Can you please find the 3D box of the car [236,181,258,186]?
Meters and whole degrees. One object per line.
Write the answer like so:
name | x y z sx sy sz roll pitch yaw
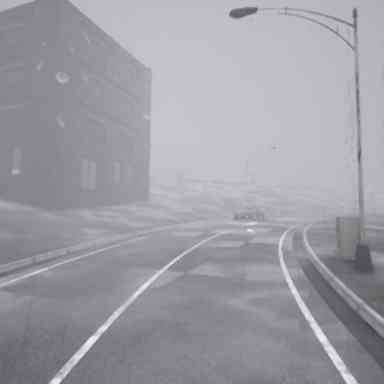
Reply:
car | 10.769 -1.588 69.985 4.674 1.452 2.002 3 -5 -27

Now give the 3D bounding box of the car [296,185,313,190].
car | 25.439 -0.820 78.134 4.792 1.488 2.163 3 -5 -30

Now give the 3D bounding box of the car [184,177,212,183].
car | 0.832 -2.072 65.138 4.892 1.521 2.231 2 -5 -25

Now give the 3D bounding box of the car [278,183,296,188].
car | 20.502 -1.248 75.256 4.553 1.767 2.185 3 -5 -29

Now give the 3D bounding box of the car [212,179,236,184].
car | 5.811 -1.862 67.511 4.892 1.521 2.231 2 -5 -26

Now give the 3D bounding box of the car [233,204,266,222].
car | 5.384 1.902 30.776 1.837 1.490 4.892 -3 -2 31

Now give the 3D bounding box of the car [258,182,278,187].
car | 15.674 -1.379 72.571 5.008 1.535 2.097 3 -5 -28

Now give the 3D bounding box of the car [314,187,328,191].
car | 30.142 -0.538 81.008 4.674 1.452 2.002 3 -5 -31

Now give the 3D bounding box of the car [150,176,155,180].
car | -9.045 -2.586 60.456 4.553 1.767 2.185 2 -5 -25

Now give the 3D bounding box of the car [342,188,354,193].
car | 39.371 -0.114 87.086 4.553 1.767 2.185 4 -6 -34

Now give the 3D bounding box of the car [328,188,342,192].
car | 34.701 -0.301 83.934 4.892 1.521 2.231 3 -6 -33
